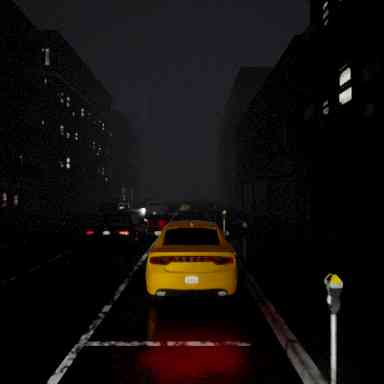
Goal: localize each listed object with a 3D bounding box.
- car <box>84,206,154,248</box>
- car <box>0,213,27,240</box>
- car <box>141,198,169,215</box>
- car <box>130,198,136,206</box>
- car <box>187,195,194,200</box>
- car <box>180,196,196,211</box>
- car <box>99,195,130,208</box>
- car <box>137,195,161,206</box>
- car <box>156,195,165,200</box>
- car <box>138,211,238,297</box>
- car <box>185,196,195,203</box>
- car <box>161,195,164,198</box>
[{"bbox_3d":[-3.144,1.548,14.734,2.033,1.411,5.357,0,0,0],"label":"car"},{"bbox_3d":[-8.835,1.583,14.612,1.802,1.307,4.206,0,0,0],"label":"car"},{"bbox_3d":[-3.141,1.526,30.117,1.812,1.442,4.674,0,0,0],"label":"car"},{"bbox_3d":[-8.834,1.439,42.793,1.967,1.590,4.097,0,0,0],"label":"car"},{"bbox_3d":[-0.452,1.513,93.685,1.752,1.417,4.829,0,0,0],"label":"car"},{"bbox_3d":[-0.454,1.524,37.323,1.752,1.417,4.829,0,0,0],"label":"car"},{"bbox_3d":[-8.833,1.314,37.157,2.192,1.841,5.009,0,0,0],"label":"car"},{"bbox_3d":[-6.149,1.491,48.183,2.128,1.511,4.902,0,0,0],"label":"car"},{"bbox_3d":[-8.834,1.539,93.519,2.008,1.369,4.403,0,0,0],"label":"car"},{"bbox_3d":[-0.005,1.478,8.649,1.882,1.535,5.008,0,0,0],"label":"car"},{"bbox_3d":[-0.453,1.545,70.970,2.008,1.369,4.403,0,0,0],"label":"car"},{"bbox_3d":[-8.834,1.540,87.882,2.008,1.369,4.403,0,0,0],"label":"car"}]
